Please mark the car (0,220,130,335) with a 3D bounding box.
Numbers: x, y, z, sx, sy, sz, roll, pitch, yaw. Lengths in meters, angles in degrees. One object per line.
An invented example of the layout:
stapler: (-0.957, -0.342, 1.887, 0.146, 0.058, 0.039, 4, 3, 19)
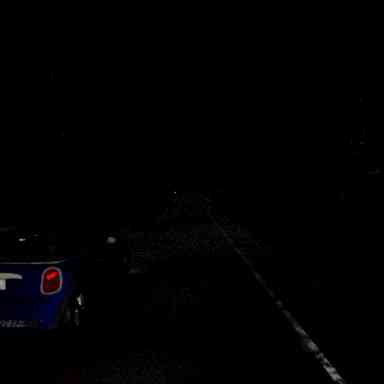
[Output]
car: (-2.731, 1.347, 6.897, 2.097, 1.767, 4.553, 0, 0, 2)
